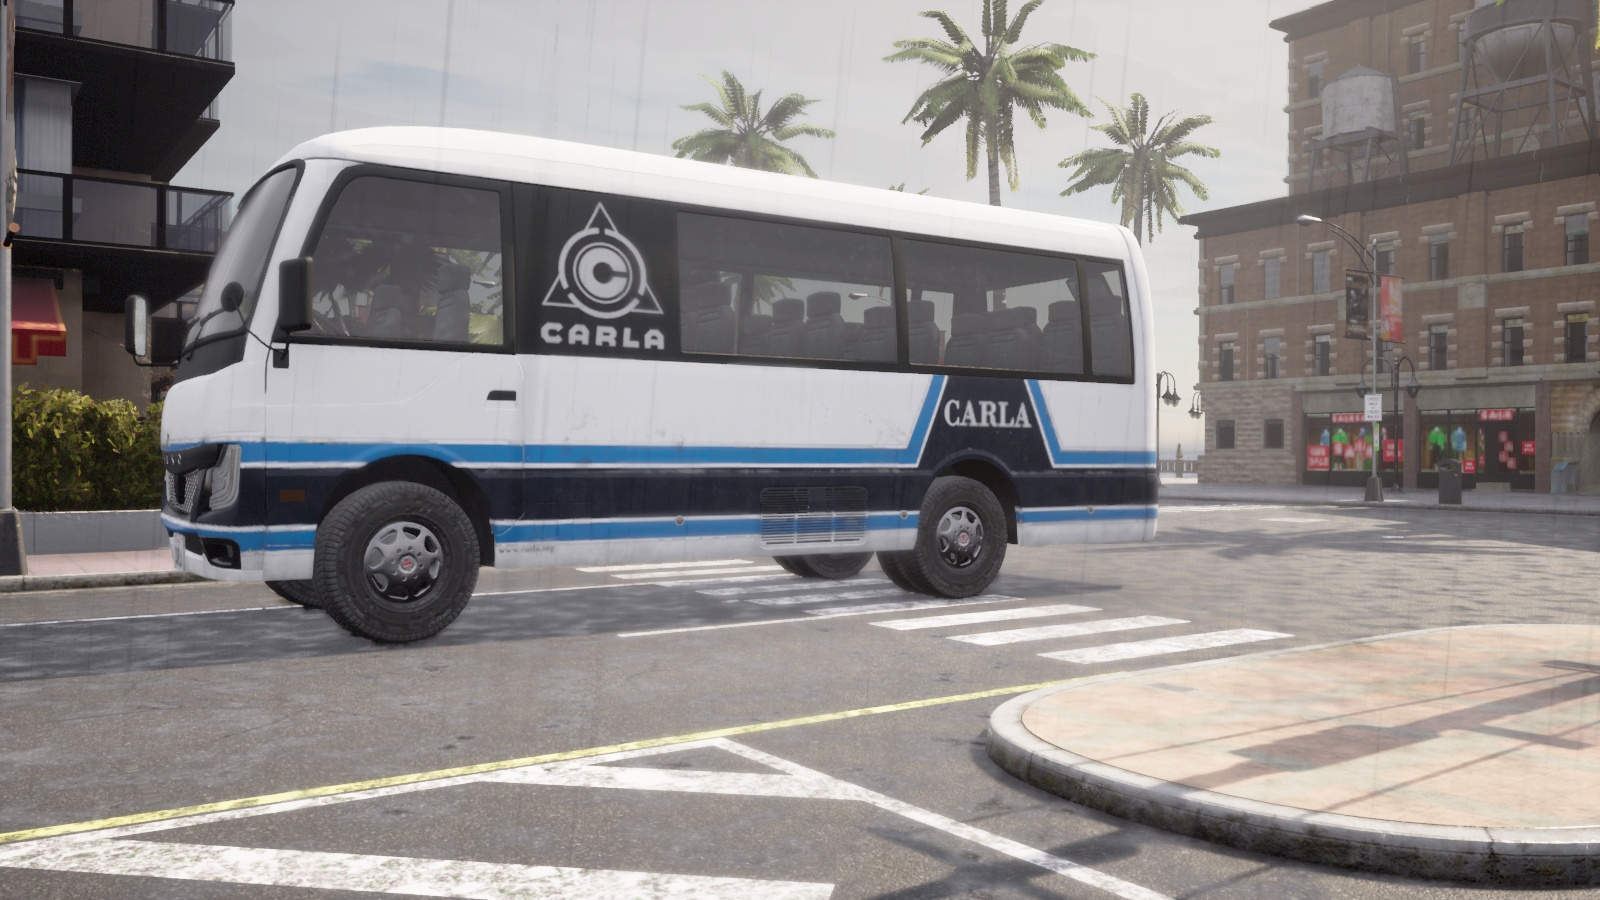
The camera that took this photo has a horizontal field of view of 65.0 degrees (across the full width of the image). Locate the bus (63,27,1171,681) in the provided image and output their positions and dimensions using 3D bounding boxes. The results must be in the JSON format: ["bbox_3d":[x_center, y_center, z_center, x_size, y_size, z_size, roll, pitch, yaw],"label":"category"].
[{"bbox_3d":[-1.337,-0.598,12.598,10.273,4.253,3.944,0,0,-33],"label":"bus"}]
